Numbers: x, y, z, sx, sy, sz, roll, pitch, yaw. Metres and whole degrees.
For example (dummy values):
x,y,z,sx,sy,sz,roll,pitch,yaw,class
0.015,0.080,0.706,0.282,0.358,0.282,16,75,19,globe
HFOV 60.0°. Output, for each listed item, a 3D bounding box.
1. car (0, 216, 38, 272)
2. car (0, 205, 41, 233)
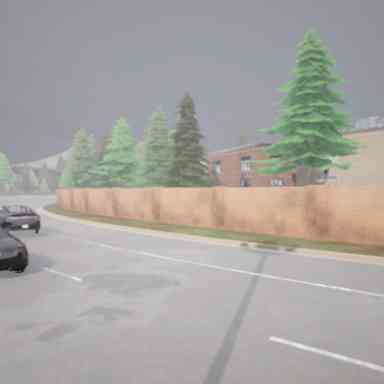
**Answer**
x,y,z,sx,sy,sz,roll,pitch,yaw,class
-6.464,1.541,9.689,4.181,1.385,1.994,0,0,42,car
-9.773,1.459,18.029,2.128,1.511,4.902,0,0,-42,car
